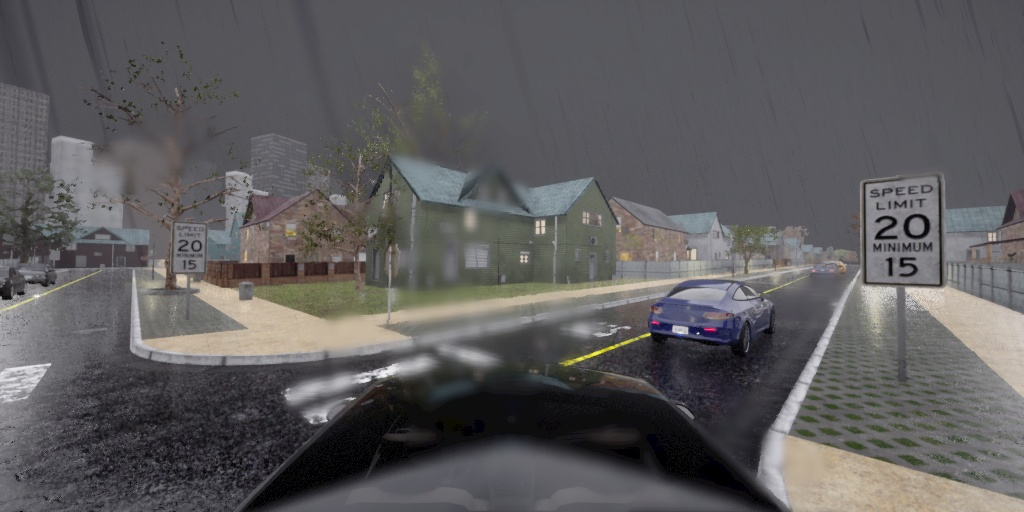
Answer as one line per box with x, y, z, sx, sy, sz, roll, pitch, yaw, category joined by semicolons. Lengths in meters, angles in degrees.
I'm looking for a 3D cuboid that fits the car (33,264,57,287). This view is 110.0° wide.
-31.945;1.258;23.773;4.902;1.511;2.128;0;-2;43;car

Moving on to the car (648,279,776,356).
4.905;1.273;8.637;1.812;1.442;4.674;-1;0;45;car

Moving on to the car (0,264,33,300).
-24.616;1.239;16.814;4.892;1.490;1.837;0;-2;43;car

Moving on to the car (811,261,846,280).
27.675;1.304;31.559;5.357;1.411;2.033;0;0;-45;car
